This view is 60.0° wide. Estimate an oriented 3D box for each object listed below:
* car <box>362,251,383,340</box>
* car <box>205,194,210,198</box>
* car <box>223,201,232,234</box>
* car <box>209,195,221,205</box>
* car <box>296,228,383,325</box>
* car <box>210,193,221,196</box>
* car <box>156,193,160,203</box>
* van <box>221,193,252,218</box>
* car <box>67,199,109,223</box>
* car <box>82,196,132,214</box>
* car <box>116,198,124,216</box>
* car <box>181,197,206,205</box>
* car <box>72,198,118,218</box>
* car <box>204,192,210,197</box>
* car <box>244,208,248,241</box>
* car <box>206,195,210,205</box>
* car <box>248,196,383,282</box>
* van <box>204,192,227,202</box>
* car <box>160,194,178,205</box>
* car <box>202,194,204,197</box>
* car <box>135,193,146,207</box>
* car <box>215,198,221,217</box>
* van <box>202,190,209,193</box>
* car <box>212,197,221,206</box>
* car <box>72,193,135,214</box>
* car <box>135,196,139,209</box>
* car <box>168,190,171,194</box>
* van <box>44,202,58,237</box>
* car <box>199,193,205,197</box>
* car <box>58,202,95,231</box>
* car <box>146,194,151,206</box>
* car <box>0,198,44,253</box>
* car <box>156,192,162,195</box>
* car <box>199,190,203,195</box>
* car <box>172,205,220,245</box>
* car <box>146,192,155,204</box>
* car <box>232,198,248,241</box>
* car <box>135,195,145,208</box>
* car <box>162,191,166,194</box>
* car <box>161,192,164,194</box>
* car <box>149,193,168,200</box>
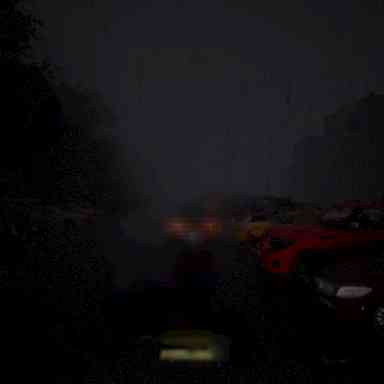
[{"bbox_3d":[4.569,1.519,3.105,4.792,1.488,2.163,0,0,0],"label":"car"},{"bbox_3d":[4.533,1.407,47.641,4.674,1.452,2.002,0,0,0],"label":"car"},{"bbox_3d":[4.532,1.457,19.807,4.892,1.521,2.231,0,0,0],"label":"car"},{"bbox_3d":[4.722,1.414,33.724,5.366,1.575,1.946,0,0,0],"label":"car"},{"bbox_3d":[4.542,1.528,5.891,4.674,1.452,2.002,0,0,0],"label":"car"},{"bbox_3d":[4.568,1.282,36.507,4.553,1.767,2.185,0,0,0],"label":"car"},{"bbox_3d":[-8.516,1.348,58.761,4.792,1.488,2.163,0,0,0],"label":"car"},{"bbox_3d":[4.421,1.223,22.590,4.442,1.987,1.878,0,0,0],"label":"van"},{"bbox_3d":[-8.547,1.448,22.557,5.008,1.535,2.097,0,0,0],"label":"car"},{"bbox_3d":[-8.512,1.291,33.697,4.553,1.767,2.185,0,0,0],"label":"car"},{"bbox_3d":[-8.571,1.463,28.125,4.792,1.488,2.163,0,0,0],"label":"car"},{"bbox_3d":[0.069,1.455,29.788,1.837,1.490,4.892,0,1,0],"label":"car"},{"bbox_3d":[-8.549,1.442,25.343,4.892,1.521,2.231,0,0,0],"label":"car"},{"bbox_3d":[4.567,1.231,50.423,4.553,1.767,2.185,0,0,0],"label":"car"},{"bbox_3d":[4.544,1.475,11.457,5.008,1.535,2.097,0,0,0],"label":"car"},{"bbox_3d":[4.565,1.418,42.074,4.792,1.488,2.163,0,0,0],"label":"car"},{"bbox_3d":[4.511,1.230,8.673,5.566,2.045,2.435,0,0,0],"label":"car"},{"bbox_3d":[4.650,1.055,66.998,4.442,1.987,1.878,0,0,0],"label":"van"},{"bbox_3d":[-3.576,1.427,53.297,1.994,1.385,4.181,0,0,0],"label":"car"},{"bbox_3d":[4.529,1.345,53.208,4.892,1.521,2.231,0,0,0],"label":"car"},{"bbox_3d":[-8.512,1.263,42.051,4.553,1.767,2.185,0,0,0],"label":"car"},{"bbox_3d":[4.532,1.441,25.374,5.008,1.535,2.097,0,0,0],"label":"car"},{"bbox_3d":[4.651,1.081,61.557,4.442,1.987,1.878,0,0,0],"label":"van"},{"bbox_3d":[4.535,1.466,30.941,4.674,1.452,2.002,0,0,0],"label":"car"},{"bbox_3d":[-8.514,1.174,30.912,5.566,2.045,2.435,0,0,0],"label":"car"},{"bbox_3d":[-8.546,1.447,36.482,4.674,1.452,2.002,0,0,0],"label":"car"},{"bbox_3d":[-8.576,0.962,81.040,5.566,2.045,2.435,0,0,0],"label":"car"},{"bbox_3d":[-8.425,1.242,14.202,4.442,1.987,1.878,0,0,0],"label":"van"},{"bbox_3d":[4.349,1.329,55.991,5.366,1.575,1.946,0,0,0],"label":"car"},{"bbox_3d":[-8.544,1.495,19.772,4.674,1.452,2.002,0,0,0],"label":"car"},{"bbox_3d":[-8.549,1.377,44.836,5.008,1.535,2.097,0,0,0],"label":"car"},{"bbox_3d":[-8.513,1.223,11.417,5.566,2.045,2.435,0,0,0],"label":"car"},{"bbox_3d":[-8.551,1.306,61.548,5.008,1.535,2.097,0,0,0],"label":"car"},{"bbox_3d":[4.562,1.042,64.340,5.566,2.045,2.435,0,0,0],"label":"car"},{"bbox_3d":[0.073,1.512,15.212,1.812,1.442,4.674,0,0,0],"label":"car"},{"bbox_3d":[-8.516,1.115,47.622,5.566,2.045,2.435,0,0,0],"label":"car"},{"bbox_3d":[4.570,1.337,16.898,4.553,1.767,2.185,0,0,0],"label":"car"},{"bbox_3d":[-8.538,1.398,39.267,5.008,1.535,2.097,0,0,0],"label":"car"},{"bbox_3d":[-8.574,1.029,66.991,5.566,2.045,2.435,0,0,0],"label":"car"},{"bbox_3d":[-8.731,1.290,64.207,5.366,1.575,1.946,0,0,0],"label":"car"},{"bbox_3d":[-8.517,1.074,83.826,4.553,1.767,2.185,0,0,0],"label":"car"}]
